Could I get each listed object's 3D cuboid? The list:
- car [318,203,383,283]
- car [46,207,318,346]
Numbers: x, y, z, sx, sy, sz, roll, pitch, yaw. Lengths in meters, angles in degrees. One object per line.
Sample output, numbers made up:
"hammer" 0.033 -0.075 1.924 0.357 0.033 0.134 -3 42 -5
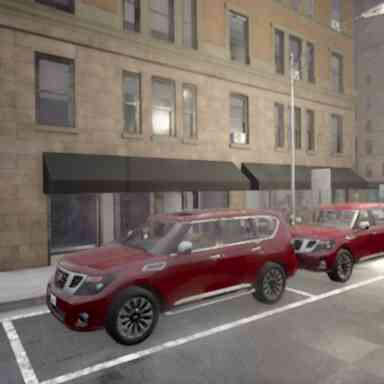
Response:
"car" 4.423 1.273 9.705 5.009 1.841 2.192 0 0 -36
"car" -0.059 1.299 6.503 5.009 1.841 2.192 0 0 -36
